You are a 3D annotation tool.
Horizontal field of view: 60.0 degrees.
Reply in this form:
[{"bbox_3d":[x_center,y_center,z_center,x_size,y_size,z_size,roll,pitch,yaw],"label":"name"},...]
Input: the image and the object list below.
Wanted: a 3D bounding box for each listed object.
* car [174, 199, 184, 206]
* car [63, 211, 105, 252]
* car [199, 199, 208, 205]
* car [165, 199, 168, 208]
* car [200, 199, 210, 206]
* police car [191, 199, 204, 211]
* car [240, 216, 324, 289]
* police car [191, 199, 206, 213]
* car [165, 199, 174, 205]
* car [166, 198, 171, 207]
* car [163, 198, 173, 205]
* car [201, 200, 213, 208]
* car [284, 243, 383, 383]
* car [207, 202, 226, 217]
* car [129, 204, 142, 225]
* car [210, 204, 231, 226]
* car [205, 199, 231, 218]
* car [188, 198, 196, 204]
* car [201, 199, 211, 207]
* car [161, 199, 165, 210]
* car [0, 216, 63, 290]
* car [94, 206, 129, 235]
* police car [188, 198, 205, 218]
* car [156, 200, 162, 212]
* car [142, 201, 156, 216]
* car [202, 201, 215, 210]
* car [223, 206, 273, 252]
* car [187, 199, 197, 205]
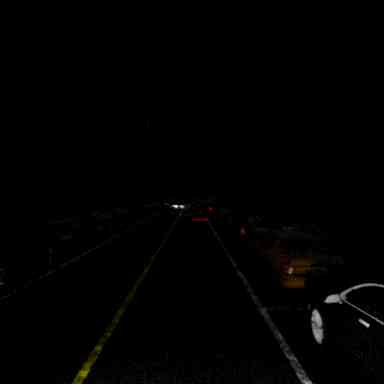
[{"bbox_3d":[-2.750,2.228,71.014,1.994,1.385,4.181,0,-1,0],"label":"car"},{"bbox_3d":[-5.388,1.720,14.572,1.802,1.307,4.206,0,-1,0],"label":"car"},{"bbox_3d":[2.638,2.303,75.278,1.802,1.307,4.206,0,-1,0],"label":"car"},{"bbox_3d":[-5.387,2.067,53.203,1.947,1.339,4.313,0,-1,0],"label":"car"},{"bbox_3d":[2.637,2.210,69.761,1.887,1.381,4.507,0,-1,0],"label":"car"},{"bbox_3d":[0.825,1.902,50.613,1.930,1.638,5.238,0,-1,0],"label":"police car"},{"bbox_3d":[2.637,1.613,9.232,1.752,1.417,4.829,0,-1,0],"label":"car"},{"bbox_3d":[0.825,1.845,44.613,1.930,1.638,5.238,0,-1,0],"label":"police car"},{"bbox_3d":[-5.388,2.359,80.795,1.802,1.307,4.206,0,-1,0],"label":"car"},{"bbox_3d":[-5.387,2.105,58.721,2.008,1.369,4.403,0,-1,0],"label":"car"},{"bbox_3d":[-5.388,2.161,75.278,1.967,1.590,4.097,0,-1,0],"label":"car"},{"bbox_3d":[2.638,2.136,58.724,1.802,1.307,4.206,0,-1,0],"label":"car"},{"bbox_3d":[2.637,1.585,3.544,2.008,1.369,4.403,0,-1,0],"label":"car"},{"bbox_3d":[2.633,1.872,36.821,1.752,1.417,4.829,0,-1,0],"label":"car"},{"bbox_3d":[-5.387,1.792,25.610,2.008,1.369,4.403,0,-1,0],"label":"car"},{"bbox_3d":[2.638,1.824,25.616,1.802,1.307,4.206,0,-1,0],"label":"car"},{"bbox_3d":[2.638,1.608,31.137,2.192,1.841,5.009,0,-1,0],"label":"car"},{"bbox_3d":[0.000,2.193,85.871,1.812,1.442,4.674,0,-1,0],"label":"car"},{"bbox_3d":[2.637,2.136,64.413,1.752,1.417,4.829,0,-1,0],"label":"car"},{"bbox_3d":[-5.387,1.993,47.685,1.887,1.381,4.507,0,-1,0],"label":"car"},{"bbox_3d":[-5.388,1.526,9.055,1.967,1.590,4.097,0,-1,0],"label":"car"},{"bbox_3d":[-5.387,1.741,20.091,2.008,1.369,4.403,0,-1,0],"label":"car"},{"bbox_3d":[0.677,1.751,34.577,1.930,1.638,5.238,0,-1,-3],"label":"police car"},{"bbox_3d":[-5.387,1.948,42.166,2.008,1.369,4.403,0,-1,0],"label":"car"},{"bbox_3d":[-5.387,1.927,36.647,1.802,1.307,4.206,0,-1,0],"label":"car"},{"bbox_3d":[2.638,2.083,53.207,1.802,1.307,4.206,0,-1,0],"label":"car"},{"bbox_3d":[2.638,1.578,14.581,1.967,1.590,4.097,0,-1,0],"label":"car"},{"bbox_3d":[0.000,2.140,71.222,1.895,1.301,4.718,0,-1,0],"label":"car"}]
